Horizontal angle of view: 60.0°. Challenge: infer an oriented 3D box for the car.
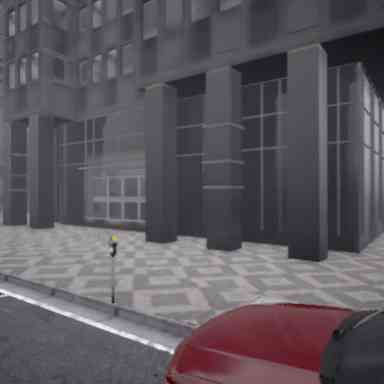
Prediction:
[{"bbox_3d":[2.038,1.316,1.515,5.009,1.841,2.192,0,0,35],"label":"car"}]
